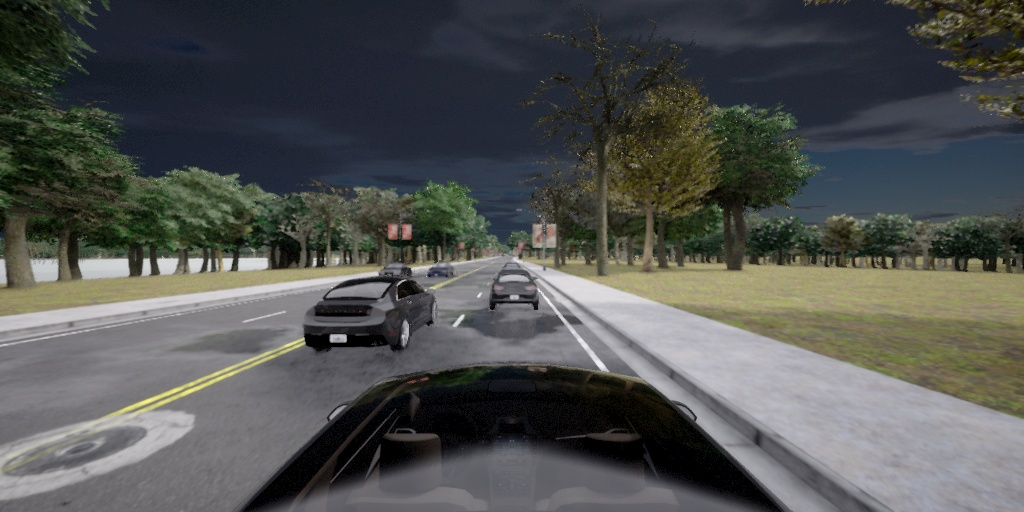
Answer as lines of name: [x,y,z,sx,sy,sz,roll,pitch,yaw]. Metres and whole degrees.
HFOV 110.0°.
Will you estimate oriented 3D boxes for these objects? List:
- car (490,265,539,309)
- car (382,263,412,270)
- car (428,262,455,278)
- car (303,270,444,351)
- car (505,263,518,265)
car: [0.082,1.277,14.787,1.812,1.442,4.674,0,0,0]
car: [-9.897,1.324,30.799,1.994,1.385,4.181,0,0,0]
car: [-6.640,1.309,34.175,2.033,1.411,5.357,0,0,0]
car: [-3.157,1.255,8.935,1.837,1.490,4.892,0,0,0]
car: [-0.008,1.326,35.278,1.994,1.385,4.181,0,0,0]
